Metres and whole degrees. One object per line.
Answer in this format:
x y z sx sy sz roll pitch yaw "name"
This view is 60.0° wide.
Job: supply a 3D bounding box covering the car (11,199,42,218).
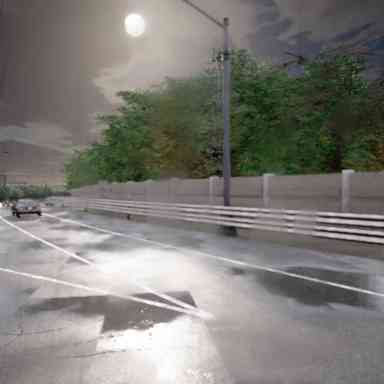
-14.140 1.342 28.346 2.033 1.411 5.357 -1 1 -34 "car"
